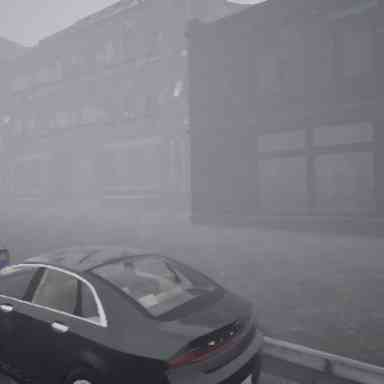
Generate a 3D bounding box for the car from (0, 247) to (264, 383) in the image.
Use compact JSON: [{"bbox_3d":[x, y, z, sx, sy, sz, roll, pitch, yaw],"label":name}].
[{"bbox_3d":[-1.512,1.482,4.382,4.892,1.521,2.231,0,0,35],"label":"car"}]
